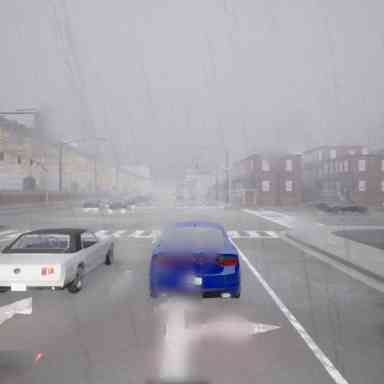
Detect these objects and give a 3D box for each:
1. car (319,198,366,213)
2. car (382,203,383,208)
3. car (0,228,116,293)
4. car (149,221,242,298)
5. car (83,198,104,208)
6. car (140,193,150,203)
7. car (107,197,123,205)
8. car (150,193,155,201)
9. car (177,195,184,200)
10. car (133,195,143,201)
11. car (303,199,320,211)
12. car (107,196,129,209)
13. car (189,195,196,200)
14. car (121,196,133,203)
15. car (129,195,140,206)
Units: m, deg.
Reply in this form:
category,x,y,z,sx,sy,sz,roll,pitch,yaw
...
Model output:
category,x,y,z,sx,sy,sz,roll,pitch,yaw
car,16.524,1.564,36.010,4.181,1.385,1.994,0,0,0
car,25.770,1.220,39.495,5.566,2.045,2.150,0,0,0
car,-3.413,1.601,8.816,1.895,1.301,4.718,0,0,0
car,0.081,1.478,8.547,1.882,1.535,5.008,0,0,1
car,-14.008,1.564,47.486,1.994,1.385,4.181,0,0,0
car,-10.378,1.478,68.581,1.882,1.535,5.008,0,0,0
car,-13.958,1.601,60.510,1.895,1.301,4.718,0,0,0
car,-10.356,1.223,81.361,2.150,2.045,5.566,0,0,0
car,-3.335,1.500,93.308,1.837,1.490,4.892,0,0,0
car,-13.847,1.462,86.161,1.812,1.442,4.674,0,0,0
car,15.782,1.491,39.514,4.902,1.511,2.128,0,0,0
car,-9.852,1.351,44.320,2.097,1.767,4.553,0,0,-8
car,0.166,1.540,93.350,2.033,1.411,5.357,0,0,0
car,-13.874,1.524,71.198,1.812,1.442,4.674,0,0,0
car,-10.484,1.505,56.294,1.837,1.490,4.892,0,0,0
